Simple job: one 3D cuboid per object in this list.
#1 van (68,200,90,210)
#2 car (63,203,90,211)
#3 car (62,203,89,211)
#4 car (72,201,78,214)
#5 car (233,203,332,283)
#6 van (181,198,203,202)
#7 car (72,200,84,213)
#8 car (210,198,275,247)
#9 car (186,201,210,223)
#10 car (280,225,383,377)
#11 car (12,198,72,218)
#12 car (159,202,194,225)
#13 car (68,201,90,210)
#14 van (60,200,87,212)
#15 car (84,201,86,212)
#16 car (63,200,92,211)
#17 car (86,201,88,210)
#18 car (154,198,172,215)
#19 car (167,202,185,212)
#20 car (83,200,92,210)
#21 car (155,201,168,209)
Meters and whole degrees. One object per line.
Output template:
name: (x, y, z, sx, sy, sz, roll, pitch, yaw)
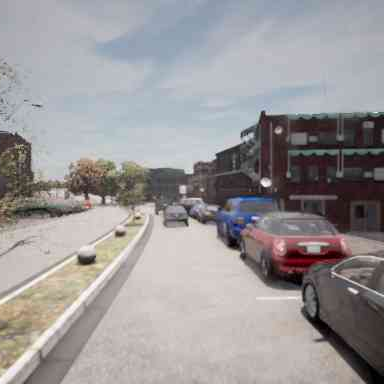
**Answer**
van: (-23.718, 2.775, 70.015, 4.442, 1.987, 1.878, 0, -1, -16)
car: (-22.326, 2.890, 64.717, 4.792, 1.488, 2.163, 0, -2, -15)
car: (-21.683, 2.829, 62.182, 4.674, 1.452, 2.002, 0, -2, -14)
car: (-17.026, 2.148, 40.741, 4.792, 1.488, 2.163, 0, -2, -9)
car: (2.778, 1.373, 9.925, 2.185, 1.767, 4.553, 0, 0, -2)
van: (0.173, 1.711, 37.663, 1.878, 1.987, 4.442, 0, -1, -7)
car: (-18.060, 2.301, 46.232, 4.892, 1.521, 2.231, 0, -2, -11)
car: (2.490, 1.289, 15.529, 2.435, 2.045, 5.566, 0, 0, -3)
car: (0.907, 1.841, 32.034, 2.002, 1.452, 4.674, 0, -1, -7)
car: (2.966, 1.479, 4.292, 2.231, 1.521, 4.892, 0, 0, -1)
car: (-16.162, 1.707, 35.354, 5.566, 2.045, 2.435, 0, -1, -8)
car: (-1.323, 1.752, 25.644, 2.033, 1.411, 5.357, 0, -1, -6)
car: (-24.606, 2.944, 72.626, 4.553, 1.767, 2.185, 0, -1, -16)
van: (-21.134, 2.487, 59.531, 4.442, 1.987, 1.878, 0, -2, -14)
car: (-18.631, 2.416, 48.902, 4.792, 1.488, 2.163, 0, -2, -11)
car: (-23.110, 2.681, 67.336, 5.566, 2.045, 2.435, 0, -1, -15)
car: (-19.137, 2.501, 51.582, 4.792, 1.488, 2.163, 0, -2, -12)
car: (-3.652, 1.841, 42.897, 2.150, 2.045, 5.566, 0, -2, -9)
car: (-2.683, 2.423, 53.890, 2.097, 1.535, 5.008, 0, -2, -11)
car: (-20.193, 2.630, 56.941, 5.366, 1.575, 1.946, 0, -2, -13)
car: (-6.423, 2.748, 69.345, 1.882, 1.535, 5.008, 0, -2, -15)
